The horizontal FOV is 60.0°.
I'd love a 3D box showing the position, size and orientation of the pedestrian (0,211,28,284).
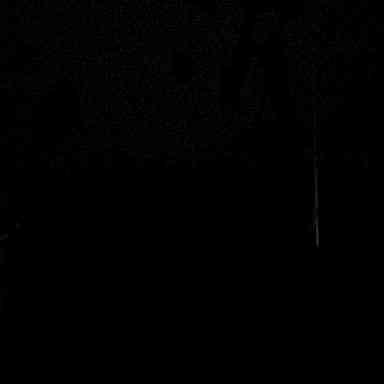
[{"bbox_3d":[-4.413,1.353,8.244,0.375,1.860,0.375,-2,-2,40],"label":"pedestrian"}]
